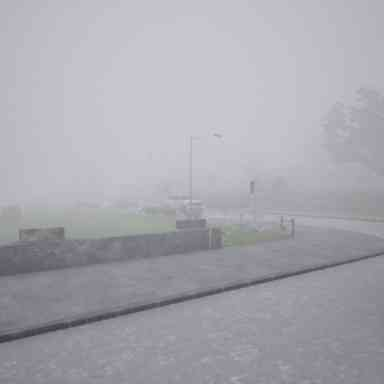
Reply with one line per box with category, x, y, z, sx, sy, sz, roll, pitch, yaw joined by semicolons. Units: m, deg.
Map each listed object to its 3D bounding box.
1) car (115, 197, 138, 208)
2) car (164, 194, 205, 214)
car;-9.368;1.478;47.351;1.882;1.535;5.008;0;0;-35
car;-0.922;1.223;35.480;2.150;2.045;5.566;0;0;-35
